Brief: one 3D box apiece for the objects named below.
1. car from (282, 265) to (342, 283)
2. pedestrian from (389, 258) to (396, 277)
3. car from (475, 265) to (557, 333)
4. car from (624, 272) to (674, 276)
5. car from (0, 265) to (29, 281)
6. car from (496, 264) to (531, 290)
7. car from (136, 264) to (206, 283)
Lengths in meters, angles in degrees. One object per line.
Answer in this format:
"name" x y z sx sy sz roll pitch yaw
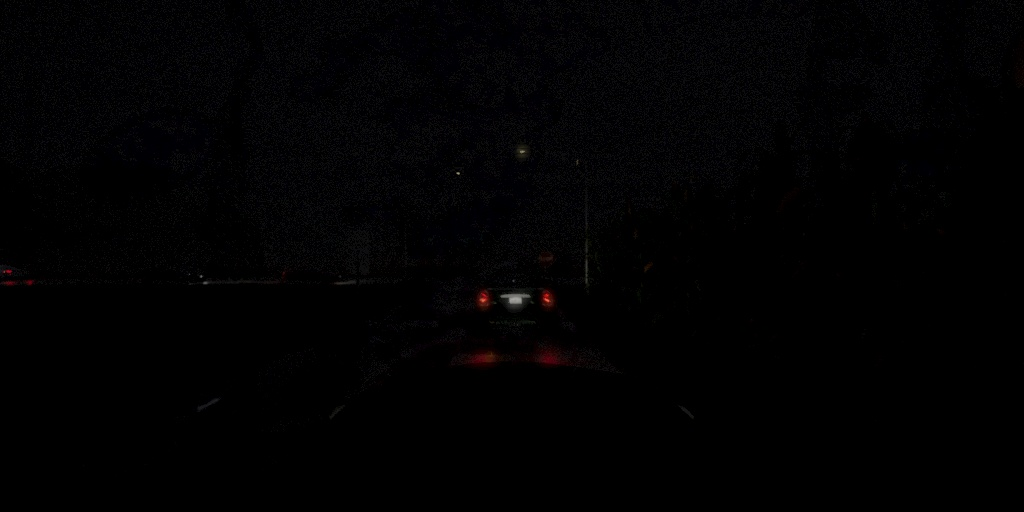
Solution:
"car" -16.915 1.478 30.412 4.674 1.442 1.812 0 1 0
"pedestrian" -12.175 1.157 36.399 0.375 1.860 0.375 0 1 0
"car" 0.097 1.143 10.991 2.097 1.767 4.553 0 0 0
"car" 12.701 1.409 33.467 4.674 1.442 1.812 0 1 0
"car" -47.852 1.579 33.209 4.674 1.442 1.812 -1 1 0
"car" 0.099 1.348 24.719 2.128 1.511 4.902 0 0 0
"car" -28.786 1.472 30.371 4.902 1.511 2.128 0 1 0
